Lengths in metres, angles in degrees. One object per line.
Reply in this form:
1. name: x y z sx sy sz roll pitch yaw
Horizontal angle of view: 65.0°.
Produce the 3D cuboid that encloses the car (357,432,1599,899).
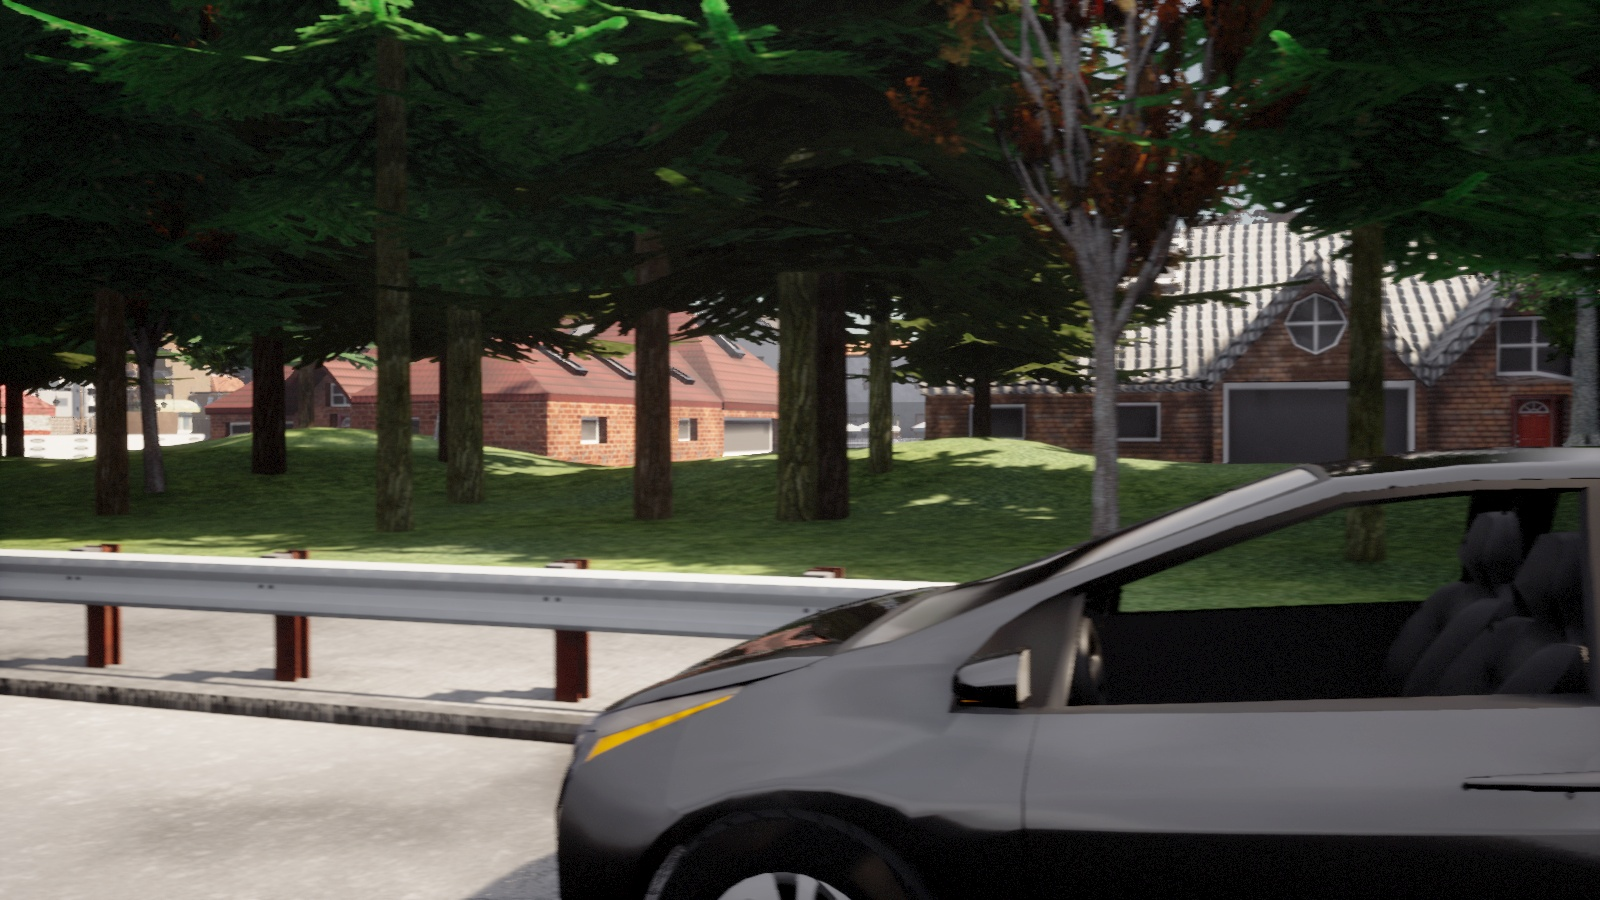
1. car: 1.394 0.727 3.251 4.514 1.525 2.007 1 1 19
